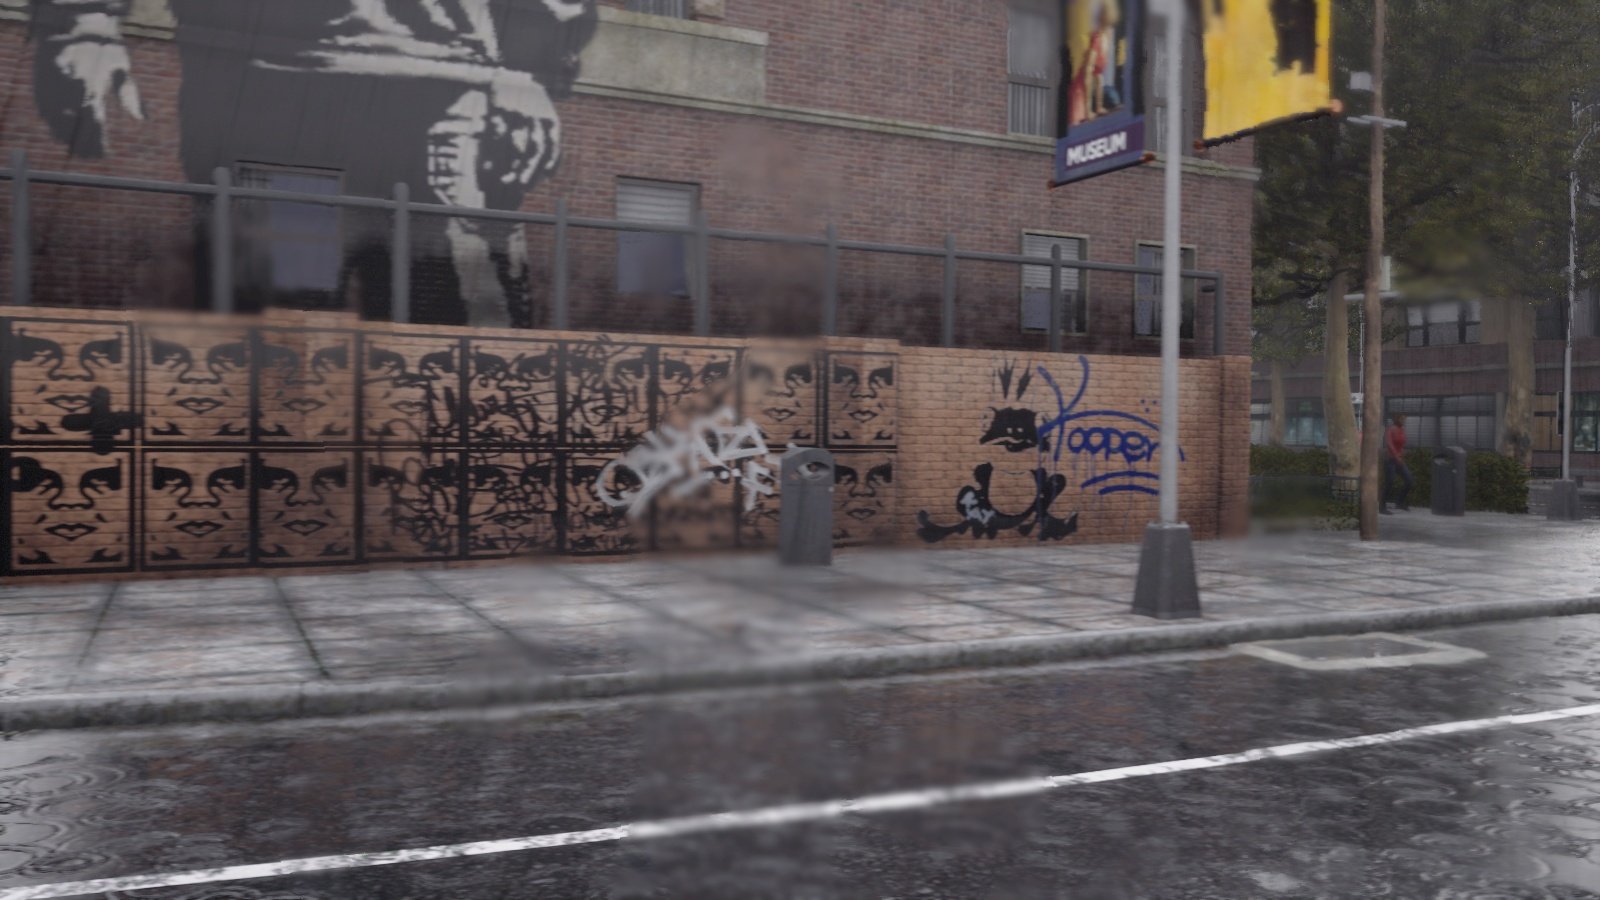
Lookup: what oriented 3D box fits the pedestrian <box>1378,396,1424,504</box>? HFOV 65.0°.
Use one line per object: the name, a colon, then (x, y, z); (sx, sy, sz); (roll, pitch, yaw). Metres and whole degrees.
pedestrian: (10.457, 0.000, 21.856); (0.331, 1.846, 0.636); (-1, 1, -28)
